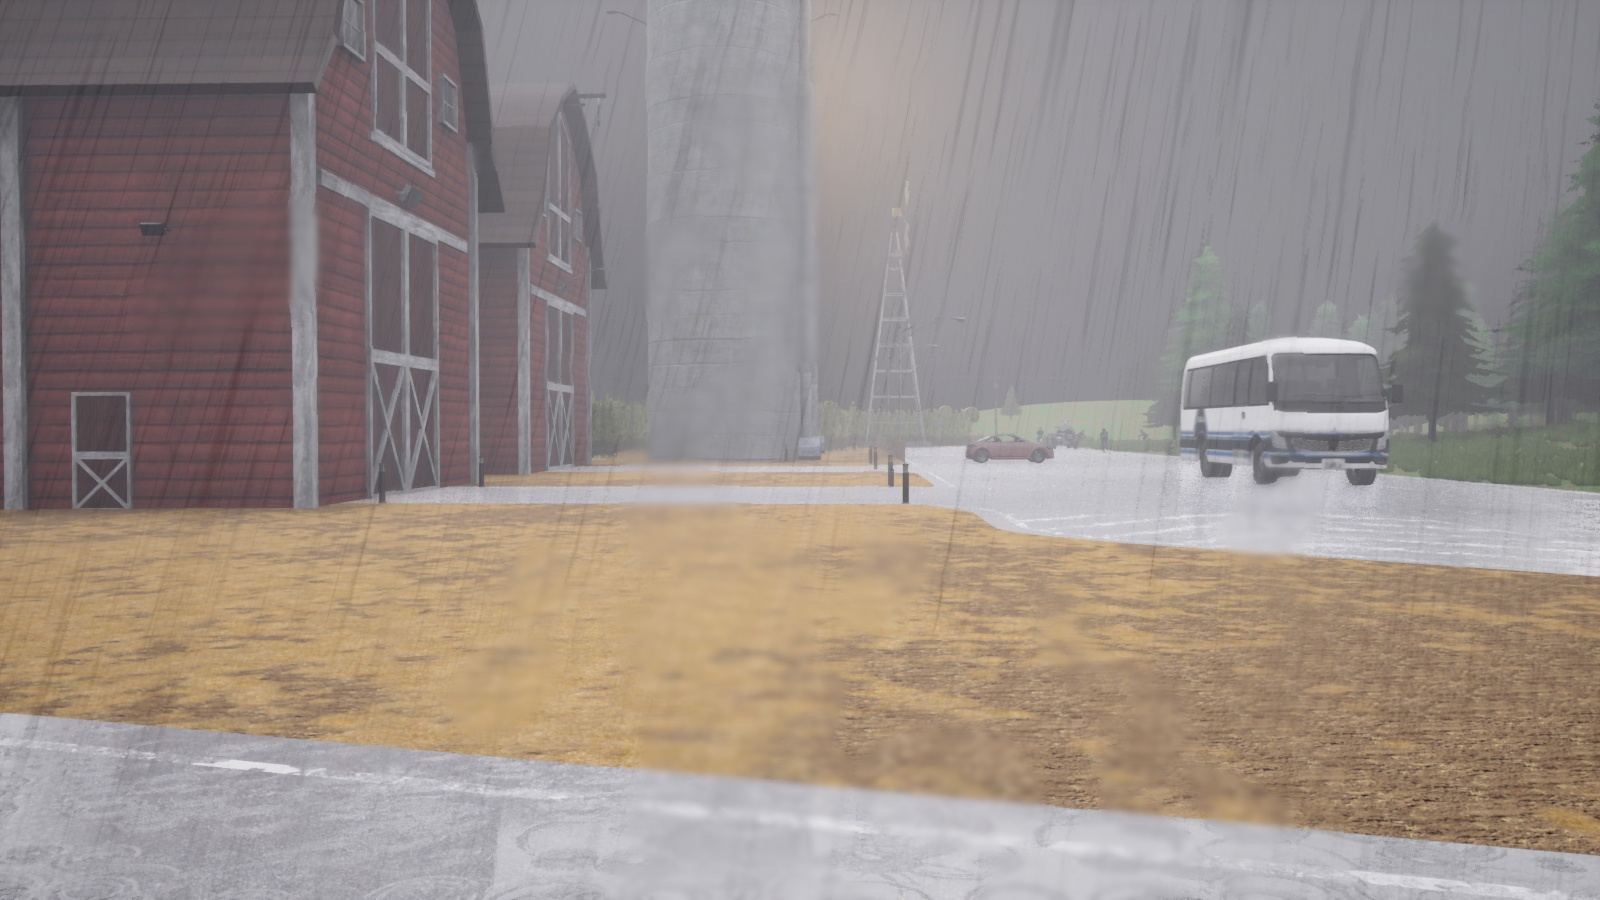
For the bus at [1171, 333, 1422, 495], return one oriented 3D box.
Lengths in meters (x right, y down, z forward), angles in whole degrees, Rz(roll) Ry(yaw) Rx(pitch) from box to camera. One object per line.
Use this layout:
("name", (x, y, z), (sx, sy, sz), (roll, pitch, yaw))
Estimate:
("bus", (14.672, -1.046, 38.455), (3.944, 4.253, 10.273), (0, 1, 2))
